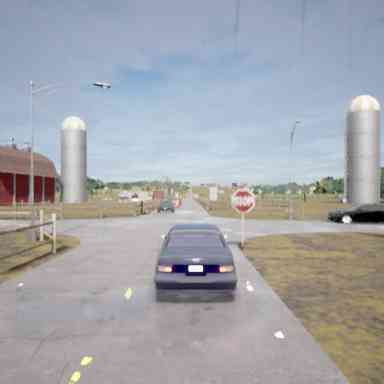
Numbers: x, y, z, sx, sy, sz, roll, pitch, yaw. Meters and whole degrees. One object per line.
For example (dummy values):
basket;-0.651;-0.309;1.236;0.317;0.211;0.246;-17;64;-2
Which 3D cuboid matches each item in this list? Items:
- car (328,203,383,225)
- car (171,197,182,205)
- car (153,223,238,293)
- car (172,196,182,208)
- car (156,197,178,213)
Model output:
car;12.656;1.573;24.536;5.008;1.535;1.882;0;1;1
car;-2.991;1.817;66.328;1.882;1.535;5.008;0;-1;0
car;0.070;1.545;9.003;2.033;1.411;5.357;0;0;0
car;-2.992;1.533;49.735;2.097;1.767;4.553;0;-1;0
car;-2.968;1.620;38.720;1.837;1.490;4.892;0;0;0
